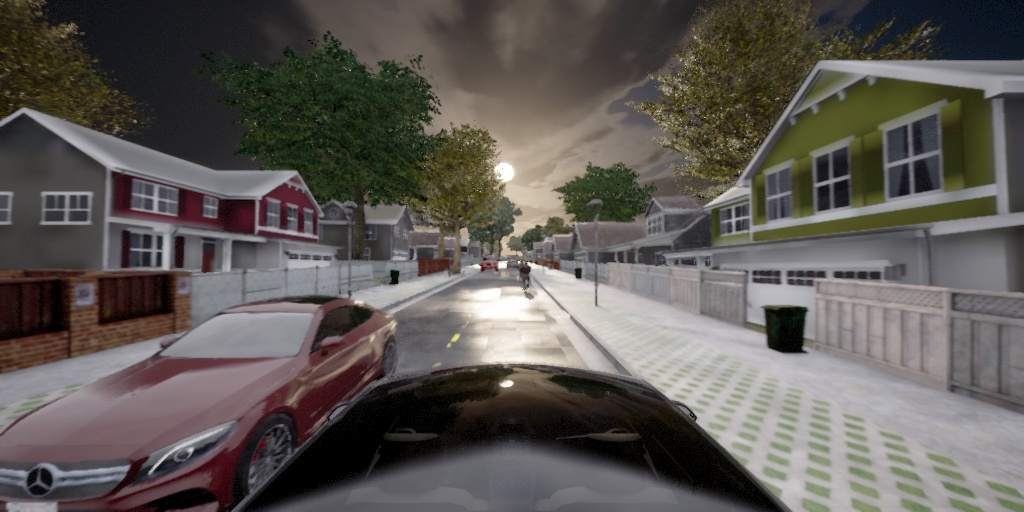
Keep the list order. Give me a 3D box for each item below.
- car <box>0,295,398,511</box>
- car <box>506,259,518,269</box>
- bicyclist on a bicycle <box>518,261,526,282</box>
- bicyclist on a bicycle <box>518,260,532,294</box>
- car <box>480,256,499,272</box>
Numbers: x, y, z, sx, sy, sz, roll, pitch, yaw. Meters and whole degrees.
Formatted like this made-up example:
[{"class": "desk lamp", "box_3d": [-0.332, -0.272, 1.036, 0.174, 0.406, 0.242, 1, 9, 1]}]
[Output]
[{"class": "car", "box_3d": [-2.847, 1.274, 4.458, 1.812, 1.442, 4.674, 0, 0, 0]}, {"class": "car", "box_3d": [0.076, 1.269, 57.234, 2.128, 1.511, 4.902, 0, 0, 0]}, {"class": "bicyclist on a bicycle", "box_3d": [0.768, 1.197, 28.600, 0.582, 1.620, 1.656, 0, 0, 0]}, {"class": "bicyclist on a bicycle", "box_3d": [0.764, 1.113, 19.427, 0.659, 1.776, 1.843, 0, 0, 0]}, {"class": "car", "box_3d": [-2.822, 0.980, 45.885, 2.150, 2.045, 5.566, 0, 0, 0]}]
